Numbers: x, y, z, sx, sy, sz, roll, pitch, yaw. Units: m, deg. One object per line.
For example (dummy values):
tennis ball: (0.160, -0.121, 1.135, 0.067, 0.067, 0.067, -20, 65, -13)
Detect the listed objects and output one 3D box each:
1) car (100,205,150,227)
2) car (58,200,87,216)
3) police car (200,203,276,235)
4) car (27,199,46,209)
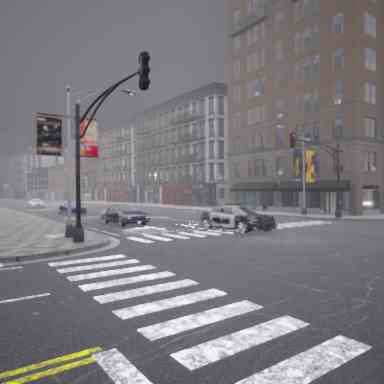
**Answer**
car: (-5.014, 1.650, 24.260, 2.033, 1.411, 5.357, -1, 0, -35)
car: (-12.614, 1.632, 35.012, 1.882, 1.535, 5.008, -1, 0, -35)
police car: (2.550, 1.454, 19.337, 1.930, 1.638, 5.238, 0, -1, -36)
car: (-23.088, 1.755, 49.245, 1.812, 1.442, 4.674, -1, 0, -37)
